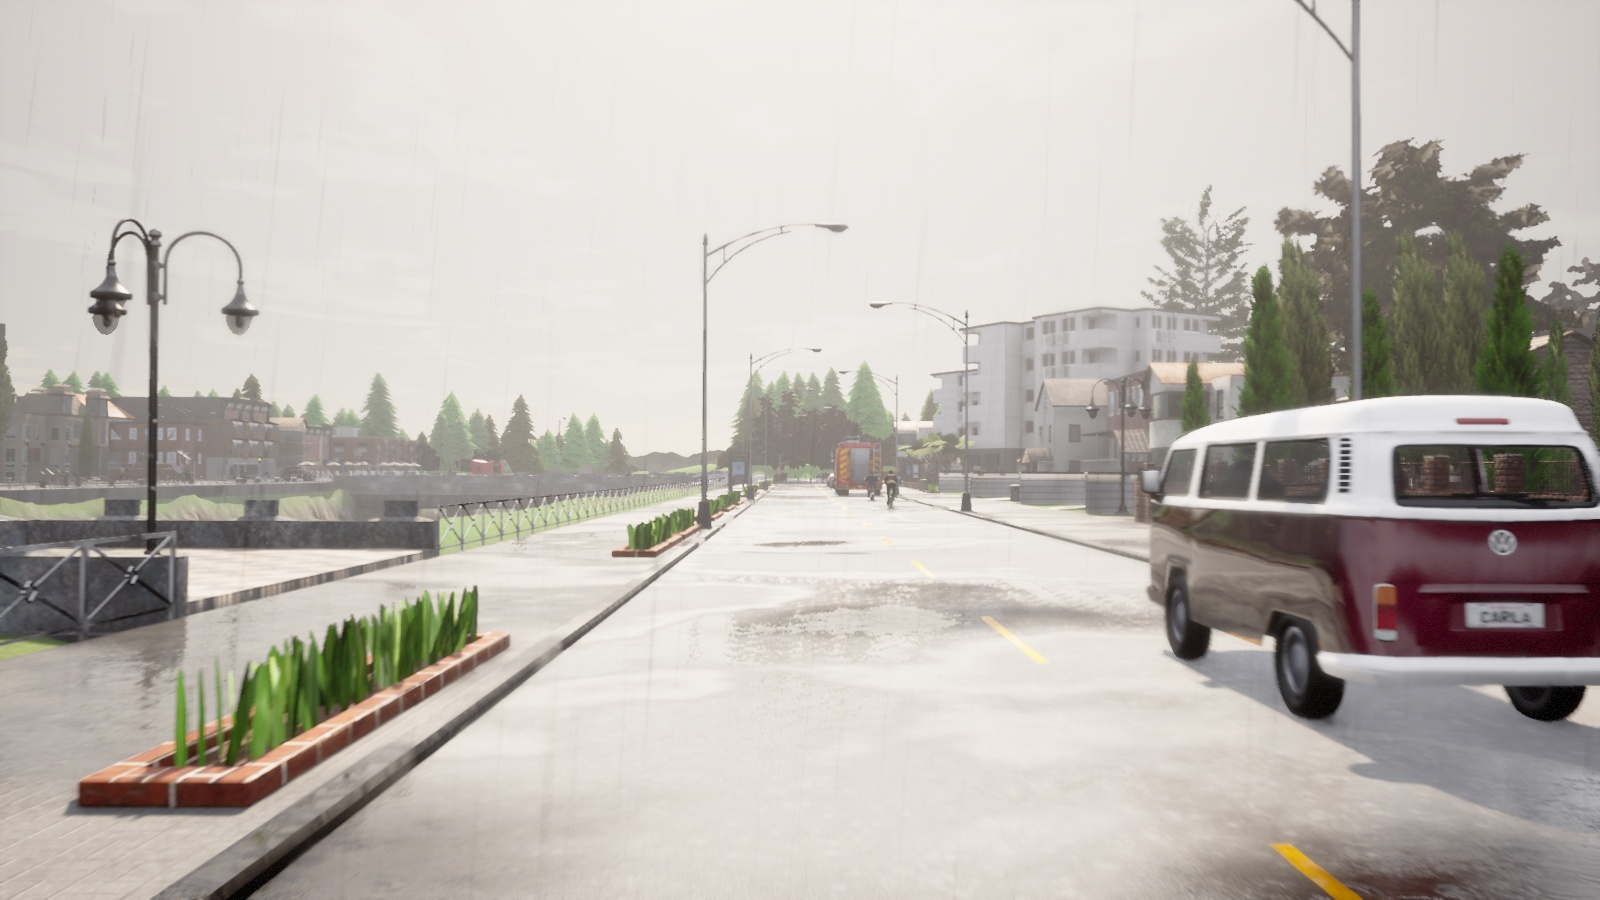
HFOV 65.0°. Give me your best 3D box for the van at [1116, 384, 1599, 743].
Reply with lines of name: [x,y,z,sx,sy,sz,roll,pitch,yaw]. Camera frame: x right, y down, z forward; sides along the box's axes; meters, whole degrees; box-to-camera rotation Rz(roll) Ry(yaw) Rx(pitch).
van: [3.977,0.680,9.400,2.069,2.038,4.480,0,-1,0]

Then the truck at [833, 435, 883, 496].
truck: [3.798,1.039,83.872,2.891,3.827,8.468,0,-1,0]
